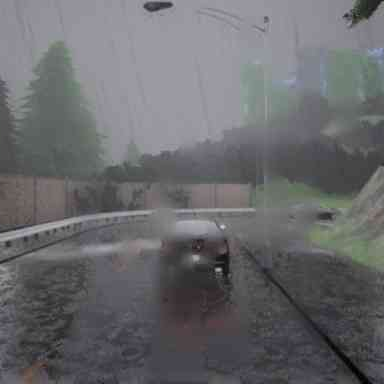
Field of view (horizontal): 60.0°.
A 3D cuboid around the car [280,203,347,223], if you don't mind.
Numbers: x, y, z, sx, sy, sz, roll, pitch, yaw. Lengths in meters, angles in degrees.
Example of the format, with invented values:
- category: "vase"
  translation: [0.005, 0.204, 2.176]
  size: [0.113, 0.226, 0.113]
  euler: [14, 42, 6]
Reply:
- category: "car"
  translation: [9.227, 1.556, 25.408]
  size: [4.902, 1.511, 2.128]
  euler: [0, 0, -1]

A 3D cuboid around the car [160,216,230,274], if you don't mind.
- category: "car"
  translation: [0.090, 1.505, 10.723]
  size: [1.882, 1.535, 5.008]
  euler: [0, 0, 0]
